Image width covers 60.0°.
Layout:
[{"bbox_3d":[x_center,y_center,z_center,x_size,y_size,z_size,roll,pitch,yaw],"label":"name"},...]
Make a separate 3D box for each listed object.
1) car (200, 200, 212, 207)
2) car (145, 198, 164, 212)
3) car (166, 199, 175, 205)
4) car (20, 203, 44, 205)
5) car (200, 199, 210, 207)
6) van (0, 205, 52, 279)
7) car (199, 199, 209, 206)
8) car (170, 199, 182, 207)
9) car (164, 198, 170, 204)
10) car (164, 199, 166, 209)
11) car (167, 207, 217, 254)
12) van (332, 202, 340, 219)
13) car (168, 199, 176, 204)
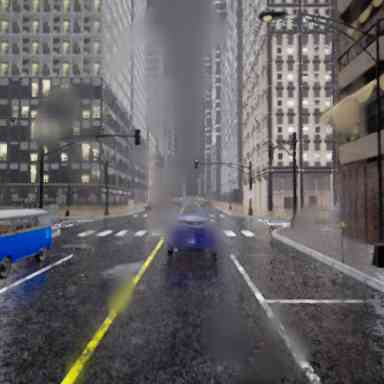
[{"bbox_3d":[2.719,2.250,59.479,1.802,1.307,4.206,1,-1,0],"label":"car"},{"bbox_3d":[-5.661,1.982,48.271,1.967,1.590,4.097,1,-1,0],"label":"car"},{"bbox_3d":[-5.653,2.525,87.293,1.887,1.381,4.507,1,-1,0],"label":"car"},{"bbox_3d":[-16.482,1.868,32.854,4.097,1.590,1.967,0,-2,0],"label":"car"},{"bbox_3d":[2.724,2.320,70.804,1.752,1.417,4.829,1,-1,0],"label":"car"},{"bbox_3d":[-5.806,1.457,10.209,1.690,1.788,3.998,1,-1,0],"label":"van"},{"bbox_3d":[2.724,2.422,76.211,1.947,1.339,4.313,1,-1,0],"label":"car"},{"bbox_3d":[-2.986,2.356,67.487,1.895,1.301,4.718,0,-1,0],"label":"car"},{"bbox_3d":[-5.656,1.983,59.422,2.192,1.841,5.009,1,-1,0],"label":"car"},{"bbox_3d":[-5.663,2.187,53.844,1.802,1.307,4.206,1,-1,0],"label":"car"},{"bbox_3d":[-0.001,1.638,14.205,1.882,1.535,5.008,0,0,0],"label":"car"},{"bbox_3d":[15.992,1.822,32.775,3.998,1.788,1.690,0,-2,0],"label":"van"},{"bbox_3d":[-5.651,2.594,92.868,2.008,1.369,4.403,1,-1,0],"label":"car"}]
